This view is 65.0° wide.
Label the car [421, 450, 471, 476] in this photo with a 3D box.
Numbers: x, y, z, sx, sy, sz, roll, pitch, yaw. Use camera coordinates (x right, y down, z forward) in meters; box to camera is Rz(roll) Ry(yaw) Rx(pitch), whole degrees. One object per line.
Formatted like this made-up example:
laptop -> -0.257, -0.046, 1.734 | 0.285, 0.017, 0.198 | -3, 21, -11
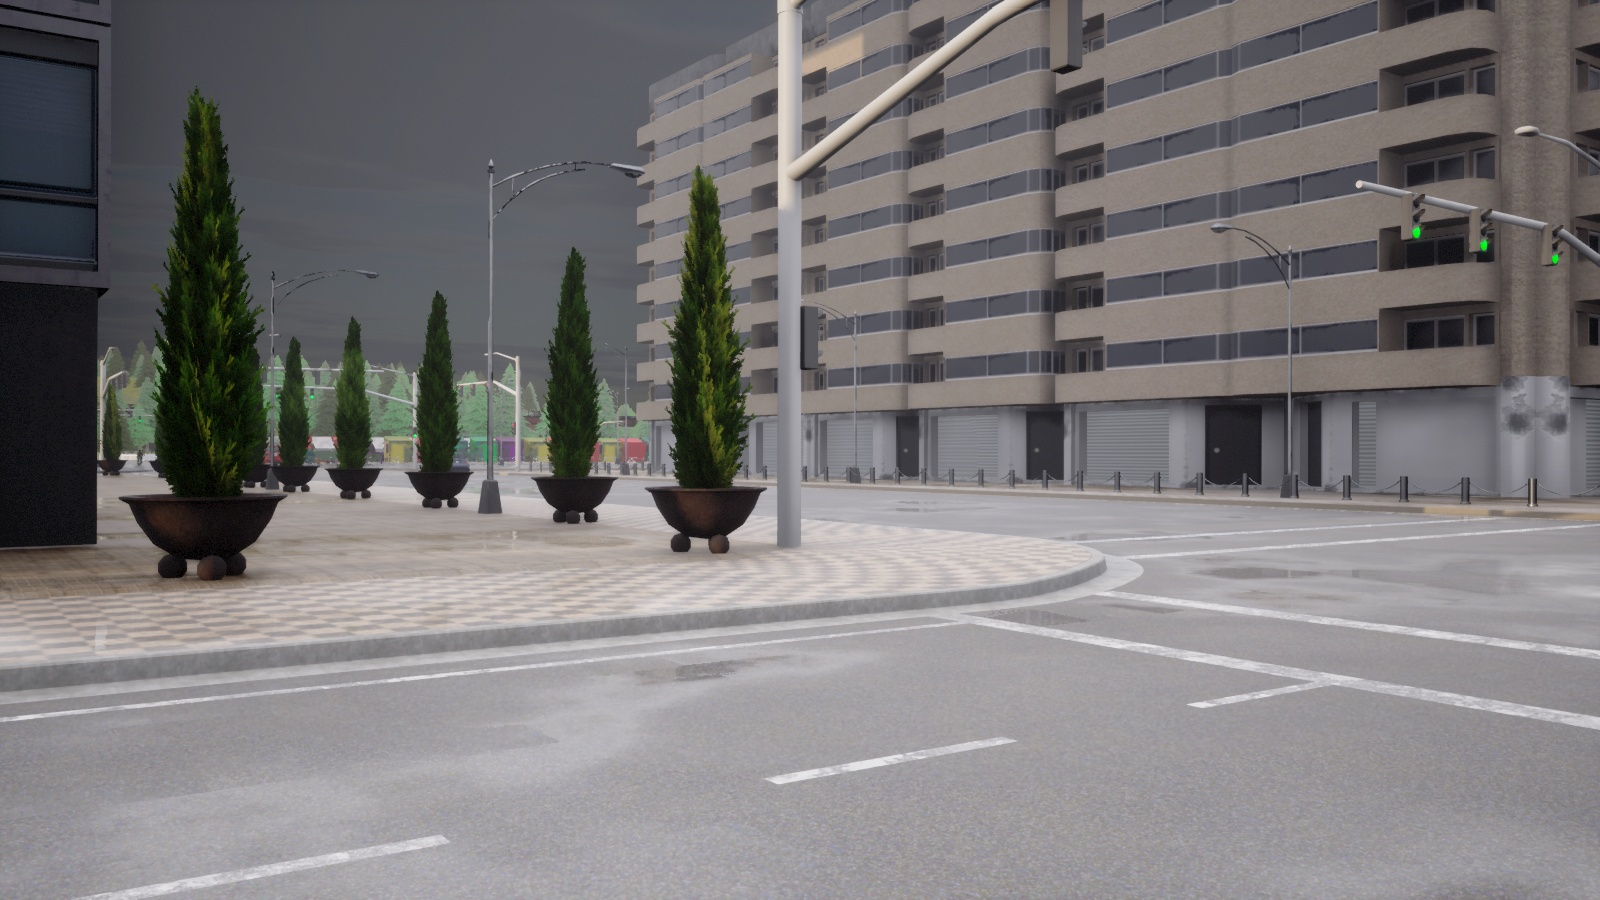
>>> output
car -> -22.687, 0.842, 80.406 | 1.851, 1.617, 3.988 | 0, -1, -36
